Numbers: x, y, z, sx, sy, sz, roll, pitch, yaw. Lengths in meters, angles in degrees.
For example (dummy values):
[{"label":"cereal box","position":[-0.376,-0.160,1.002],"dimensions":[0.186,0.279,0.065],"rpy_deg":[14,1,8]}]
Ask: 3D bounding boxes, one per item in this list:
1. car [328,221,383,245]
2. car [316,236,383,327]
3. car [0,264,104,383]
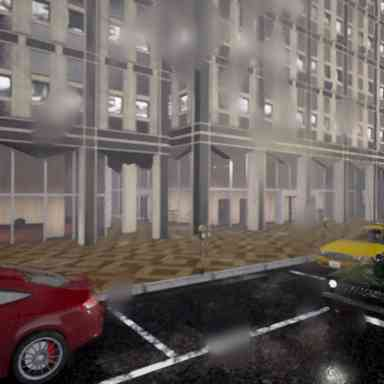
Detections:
[{"label":"car","position":[5.736,1.612,10.190],"dimensions":[4.829,1.417,1.752],"rpy_deg":[1,0,-35]},{"label":"car","position":[4.559,1.661,6.321],"dimensions":[4.718,1.301,1.895],"rpy_deg":[1,0,-35]},{"label":"car","position":[-3.159,1.578,3.847],"dimensions":[4.206,1.307,1.802],"rpy_deg":[1,0,-35]}]
